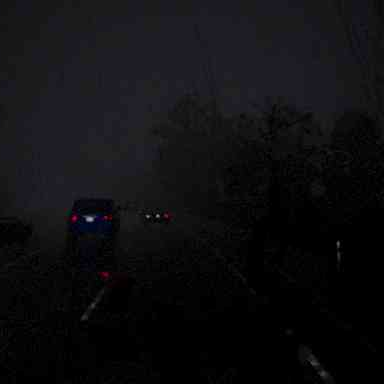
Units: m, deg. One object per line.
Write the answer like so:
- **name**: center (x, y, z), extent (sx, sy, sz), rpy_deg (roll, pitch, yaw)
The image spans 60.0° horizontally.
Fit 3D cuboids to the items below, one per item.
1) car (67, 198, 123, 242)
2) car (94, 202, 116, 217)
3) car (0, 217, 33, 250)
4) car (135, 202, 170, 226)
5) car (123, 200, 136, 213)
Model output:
- **car**: center (-5.013, 1.345, 17.543), extent (2.150, 2.045, 5.566), rpy_deg (0, 0, -9)
- **car**: center (-9.401, 1.792, 35.640), extent (2.033, 1.411, 5.357), rpy_deg (0, 0, -18)
- **car**: center (-8.135, 1.700, 13.421), extent (1.895, 1.301, 4.718), rpy_deg (0, 0, -8)
- **car**: center (-2.947, 1.722, 25.369), extent (2.033, 1.411, 5.357), rpy_deg (0, 0, -14)
- **car**: center (-7.726, 1.776, 41.185), extent (2.128, 1.511, 4.902), rpy_deg (0, -1, -20)
